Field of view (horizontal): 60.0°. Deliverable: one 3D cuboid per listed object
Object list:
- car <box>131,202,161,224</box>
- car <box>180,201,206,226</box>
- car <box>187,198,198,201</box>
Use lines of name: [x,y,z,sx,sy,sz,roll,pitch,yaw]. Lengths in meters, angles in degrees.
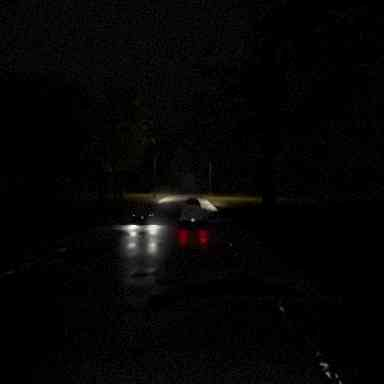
car: [-3.568,1.622,26.455,1.837,1.490,4.892,0,0,0]
car: [0.066,1.645,24.557,1.812,1.442,4.674,0,0,0]
car: [0.077,1.519,41.546,1.837,1.490,4.892,0,1,0]
